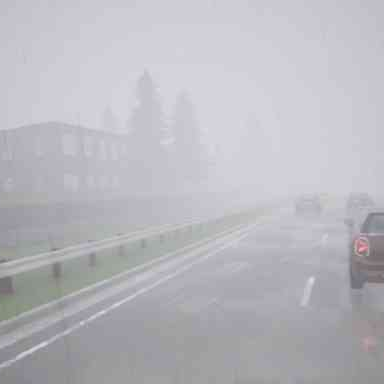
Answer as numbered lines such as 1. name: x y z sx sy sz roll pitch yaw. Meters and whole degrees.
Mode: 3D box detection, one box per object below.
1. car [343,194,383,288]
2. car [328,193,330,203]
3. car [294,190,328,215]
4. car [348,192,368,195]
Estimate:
1. car: 4.954 1.078 8.190 2.097 1.767 4.553 -3 0 24
2. car: 16.149 0.517 41.499 1.882 1.535 5.008 -3 0 24
3. car: 9.236 0.930 26.189 2.128 1.511 4.902 -3 0 24
4. car: 12.932 0.770 25.851 1.837 1.490 4.892 -3 0 24
